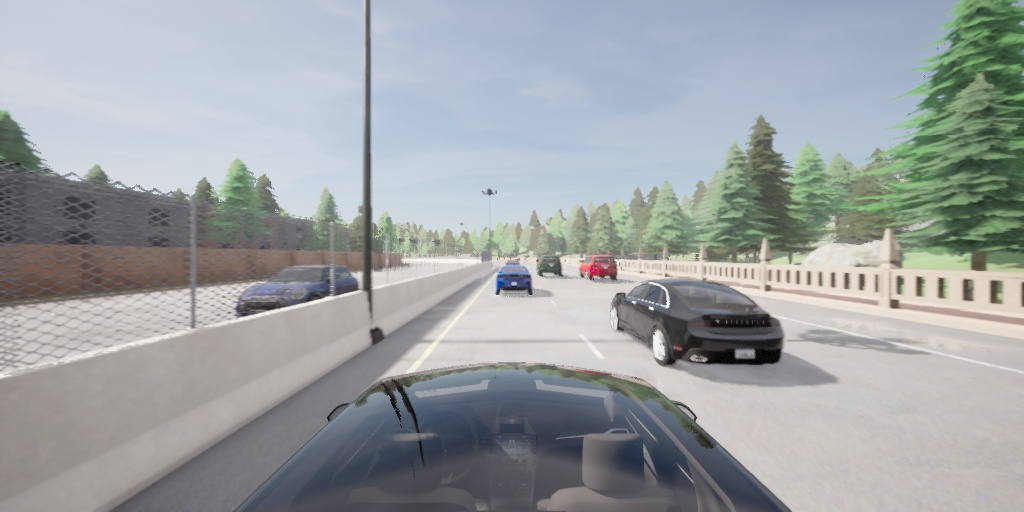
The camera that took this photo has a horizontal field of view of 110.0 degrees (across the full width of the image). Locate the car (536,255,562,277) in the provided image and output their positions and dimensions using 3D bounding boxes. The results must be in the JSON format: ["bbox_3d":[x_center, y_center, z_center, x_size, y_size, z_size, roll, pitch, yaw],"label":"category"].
[{"bbox_3d":[3.613,0.966,35.454,2.150,2.045,5.566,0,0,0],"label":"car"}]

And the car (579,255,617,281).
[{"bbox_3d":[7.112,0.967,29.923,2.150,2.045,5.566,0,0,0],"label":"car"}]

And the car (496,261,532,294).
[{"bbox_3d":[0.107,1.225,20.262,1.882,1.535,5.008,0,0,0],"label":"car"}]

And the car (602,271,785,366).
[{"bbox_3d":[3.601,1.254,7.958,1.837,1.490,4.892,0,0,0],"label":"car"}]

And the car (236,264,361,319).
[{"bbox_3d":[-7.082,1.101,12.463,2.097,1.767,4.553,0,0,0],"label":"car"}]
